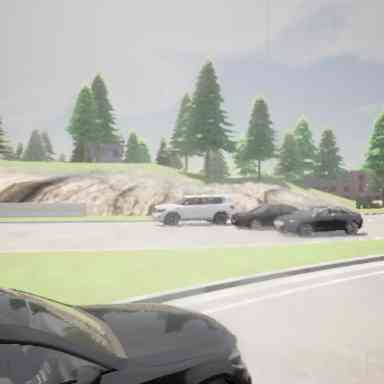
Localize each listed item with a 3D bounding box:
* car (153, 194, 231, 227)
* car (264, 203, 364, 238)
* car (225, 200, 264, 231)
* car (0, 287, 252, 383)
[{"bbox_3d":[0.177,1.200,22.646,5.566,2.045,2.150,0,0,-15],"label":"car"},{"bbox_3d":[6.584,1.464,17.340,4.902,1.511,2.128,0,0,-20],"label":"car"},{"bbox_3d":[4.832,1.450,20.424,5.008,1.535,1.882,0,0,-19],"label":"car"},{"bbox_3d":[-1.629,1.526,2.528,4.674,1.442,1.812,0,0,-35],"label":"car"}]
